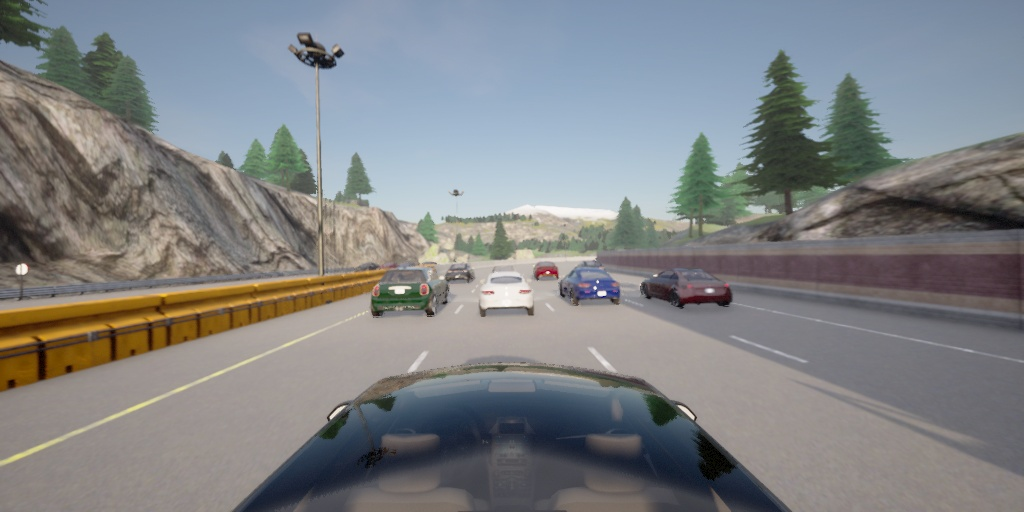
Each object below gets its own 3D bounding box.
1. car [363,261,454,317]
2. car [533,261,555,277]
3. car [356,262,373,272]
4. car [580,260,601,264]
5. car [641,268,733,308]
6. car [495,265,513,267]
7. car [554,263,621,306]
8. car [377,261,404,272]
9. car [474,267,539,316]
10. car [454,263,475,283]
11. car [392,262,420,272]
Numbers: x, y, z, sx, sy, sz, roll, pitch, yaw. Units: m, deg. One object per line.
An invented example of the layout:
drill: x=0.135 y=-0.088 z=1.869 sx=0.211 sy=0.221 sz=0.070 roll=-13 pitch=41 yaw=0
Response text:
car: x=-3.742 y=1.191 z=13.901 sx=2.097 sy=1.767 sz=4.553 roll=-1 pitch=0 yaw=-2
car: x=2.884 y=1.179 z=31.004 sx=1.882 sy=1.535 sz=5.008 roll=-1 pitch=0 yaw=1
car: x=-22.997 y=1.797 z=57.321 sx=1.837 sy=1.490 sz=4.892 roll=-1 pitch=0 yaw=10
car: x=6.366 y=1.115 z=29.573 sx=2.128 sy=1.511 sz=4.902 roll=-1 pitch=0 yaw=0
car: x=6.753 y=1.169 z=14.337 sx=1.994 sy=1.385 sz=4.181 roll=-1 pitch=0 yaw=-2
car: x=-0.624 y=1.379 z=27.895 sx=1.895 sy=1.301 sz=4.718 roll=-1 pitch=0 yaw=0
car: x=3.219 y=1.211 z=15.420 sx=1.812 sy=1.442 sz=4.674 roll=-1 pitch=0 yaw=-2
car: x=-19.424 y=1.691 z=57.408 sx=1.882 sy=1.535 sz=5.008 roll=-1 pitch=0 yaw=10
car: x=-0.221 y=1.288 z=13.364 sx=1.812 sy=1.442 sz=4.674 roll=-1 pitch=-1 yaw=-2
car: x=-4.127 y=1.349 z=29.236 sx=2.128 sy=1.511 sz=4.902 roll=-1 pitch=0 yaw=0
car: x=-16.249 y=1.689 z=55.415 sx=2.033 sy=1.411 sz=5.357 roll=-1 pitch=0 yaw=9
